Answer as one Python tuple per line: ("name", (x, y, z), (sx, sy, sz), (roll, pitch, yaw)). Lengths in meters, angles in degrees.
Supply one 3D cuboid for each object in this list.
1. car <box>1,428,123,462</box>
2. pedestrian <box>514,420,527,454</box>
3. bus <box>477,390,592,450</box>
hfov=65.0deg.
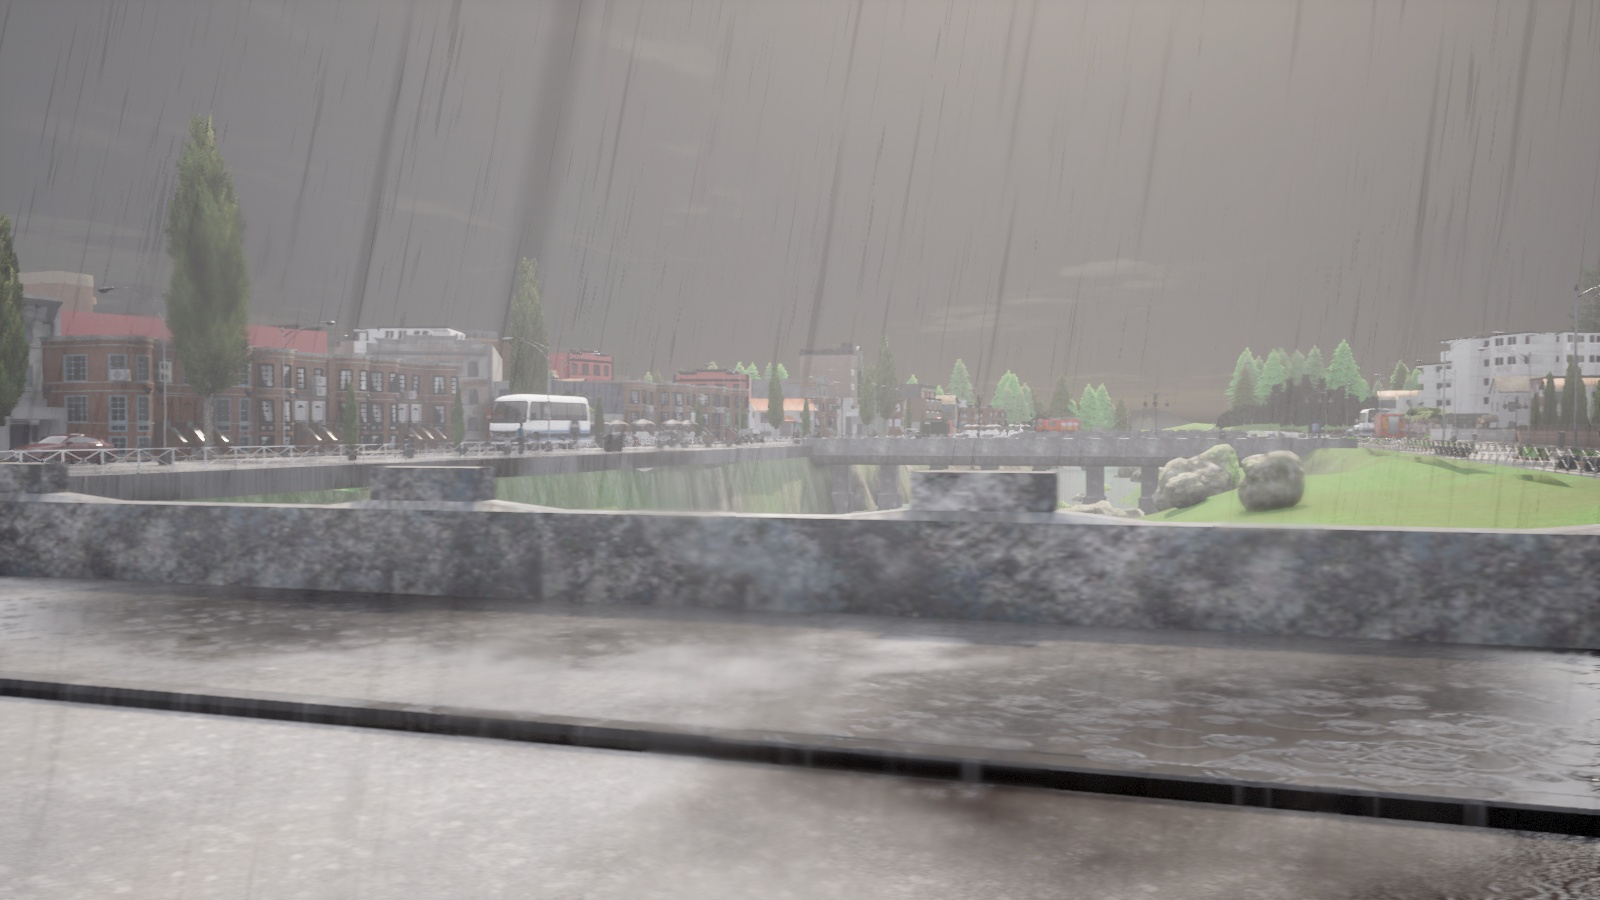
("car", (-33.179, -0.261, 56.617), (1.812, 1.442, 4.674), (1, 1, 18))
("pedestrian", (-16.064, -0.744, 72.252), (0.396, 1.930, 0.692), (1, 1, 23))
("bus", (-20.039, -2.239, 95.690), (3.944, 4.253, 10.273), (1, 1, 19))
